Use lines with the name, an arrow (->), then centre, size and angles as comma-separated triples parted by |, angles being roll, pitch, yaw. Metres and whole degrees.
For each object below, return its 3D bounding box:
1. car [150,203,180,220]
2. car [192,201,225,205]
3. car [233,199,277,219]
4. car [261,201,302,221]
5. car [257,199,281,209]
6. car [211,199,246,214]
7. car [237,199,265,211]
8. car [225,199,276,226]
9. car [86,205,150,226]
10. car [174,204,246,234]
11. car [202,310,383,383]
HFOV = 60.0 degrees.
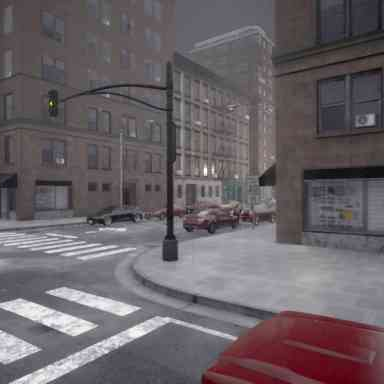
car -> -2.174, 1.603, 28.075 | 1.802, 1.307, 4.206 | 0, 0, 36
car -> 1.040, 1.564, 32.560 | 1.887, 1.381, 4.507 | 0, 0, 36
car -> 5.732, 1.462, 29.689 | 1.882, 1.535, 5.008 | 0, 0, 36
car -> 7.664, 1.494, 28.026 | 1.752, 1.417, 4.829 | 0, 0, 36
car -> 10.683, 1.600, 46.016 | 1.802, 1.307, 4.206 | 0, 0, 36
car -> 4.155, 1.543, 36.907 | 1.752, 1.417, 4.829 | 0, 0, 36
car -> 7.469, 1.599, 41.531 | 1.802, 1.307, 4.206 | 0, 0, 36
car -> 4.349, 1.411, 23.402 | 1.967, 1.590, 4.097 | 0, 0, 36
car -> -5.389, 1.589, 23.589 | 1.947, 1.339, 4.313 | 0, 0, 36
car -> 1.135, 1.555, 18.916 | 1.802, 1.307, 4.206 | 0, 0, 36
car -> 2.320, 1.601, 2.034 | 4.718, 1.301, 1.895 | 0, 0, 36
